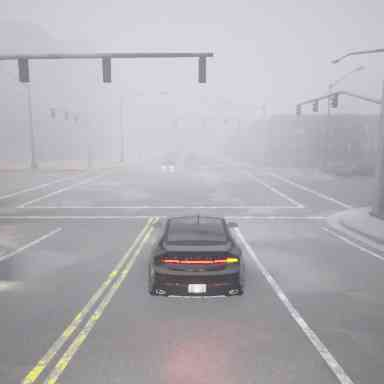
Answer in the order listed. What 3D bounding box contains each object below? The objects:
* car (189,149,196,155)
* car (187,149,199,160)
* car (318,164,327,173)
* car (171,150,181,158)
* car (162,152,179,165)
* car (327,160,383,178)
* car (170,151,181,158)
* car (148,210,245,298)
[{"bbox_3d":[0.118,-10.515,87.244,1.812,1.442,4.674,0,9,0],"label":"car"},{"bbox_3d":[0.184,-6.806,62.958,1.837,1.490,4.892,0,9,0],"label":"car"},{"bbox_3d":[16.324,-2.721,36.244,4.902,1.511,2.128,0,9,0],"label":"car"},{"bbox_3d":[-3.404,-8.060,70.957,1.882,1.535,5.008,0,9,0],"label":"car"},{"bbox_3d":[-3.528,-4.871,50.648,2.033,1.411,5.357,0,9,0],"label":"car"},{"bbox_3d":[16.687,-2.135,32.794,5.357,1.411,2.033,0,9,2],"label":"car"},{"bbox_3d":[-3.486,-6.625,60.779,2.097,1.767,4.553,0,9,0],"label":"car"},{"bbox_3d":[0.083,1.204,7.984,1.837,1.490,4.892,0,4,0],"label":"car"}]
